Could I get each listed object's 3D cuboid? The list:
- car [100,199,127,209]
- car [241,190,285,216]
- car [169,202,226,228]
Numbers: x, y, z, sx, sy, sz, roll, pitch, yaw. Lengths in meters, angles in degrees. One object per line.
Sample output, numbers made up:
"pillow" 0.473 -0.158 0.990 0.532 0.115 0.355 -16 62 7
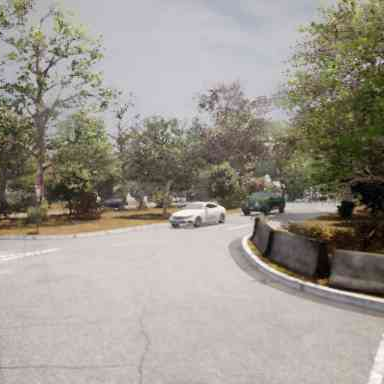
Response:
"car" -11.092 1.666 44.450 1.895 1.301 4.718 -3 -1 36
"car" 6.384 0.921 29.283 2.150 2.045 5.566 -3 -1 35
"car" 0.473 1.349 20.786 1.812 1.442 4.674 -3 -1 34
